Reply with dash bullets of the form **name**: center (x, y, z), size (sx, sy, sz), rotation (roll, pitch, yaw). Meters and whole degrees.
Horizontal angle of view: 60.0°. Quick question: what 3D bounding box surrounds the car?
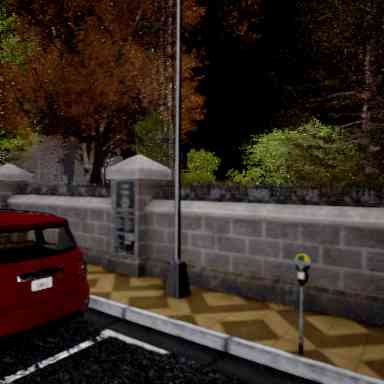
- **car**: center (-3.855, 1.212, 5.575), size (5.009, 1.841, 2.192), rotation (1, 1, 35)
